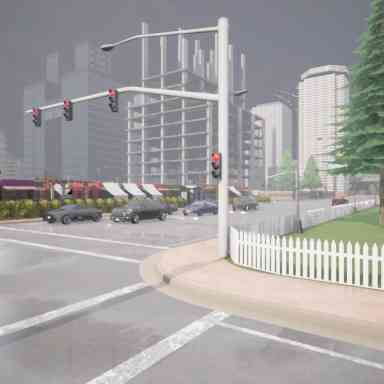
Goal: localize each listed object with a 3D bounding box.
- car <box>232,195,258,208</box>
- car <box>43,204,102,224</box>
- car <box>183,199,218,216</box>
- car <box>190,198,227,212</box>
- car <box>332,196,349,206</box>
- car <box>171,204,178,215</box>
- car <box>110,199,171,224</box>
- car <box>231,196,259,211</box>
[{"bbox_3d":[7.809,1.352,48.821,2.097,1.767,4.553,0,0,34],"label":"car"},{"bbox_3d":[-8.699,1.564,24.463,1.994,1.385,4.181,0,0,34],"label":"car"},{"bbox_3d":[0.959,1.526,32.484,1.812,1.442,4.674,0,0,34],"label":"car"},{"bbox_3d":[2.114,1.547,40.463,2.033,1.411,5.357,0,0,34],"label":"car"},{"bbox_3d":[23.981,1.478,53.722,1.882,1.535,5.008,0,0,34],"label":"car"},{"bbox_3d":[-3.524,1.547,32.122,2.033,1.411,5.357,0,0,34],"label":"car"},{"bbox_3d":[-3.986,1.352,25.185,2.097,1.767,4.553,0,0,34],"label":"car"},{"bbox_3d":[6.587,1.505,40.815,1.837,1.490,4.892,0,0,34],"label":"car"}]
